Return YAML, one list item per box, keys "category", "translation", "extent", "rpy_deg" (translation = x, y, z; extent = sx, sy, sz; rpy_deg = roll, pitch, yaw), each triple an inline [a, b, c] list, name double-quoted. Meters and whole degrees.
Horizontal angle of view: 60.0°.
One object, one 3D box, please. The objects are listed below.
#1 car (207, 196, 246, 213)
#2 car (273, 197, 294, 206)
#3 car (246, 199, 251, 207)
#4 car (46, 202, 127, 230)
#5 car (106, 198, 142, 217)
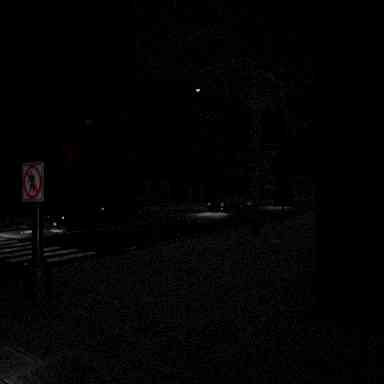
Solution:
- category: "car"
  translation: [3.520, 1.221, 35.492]
  extent: [2.097, 1.767, 4.553]
  rpy_deg: [0, 0, 35]
- category: "car"
  translation: [13.708, 1.336, 49.735]
  extent: [1.837, 1.490, 4.892]
  rpy_deg: [0, 0, 35]
- category: "car"
  translation: [6.279, 1.399, 44.977]
  extent: [1.994, 1.385, 4.181]
  rpy_deg: [0, 0, 36]
- category: "car"
  translation: [-6.675, 1.544, 21.078]
  extent: [1.895, 1.301, 4.718]
  rpy_deg: [0, 0, 35]
- category: "car"
  translation: [-6.238, 1.280, 27.327]
  extent: [2.097, 1.767, 4.553]
  rpy_deg: [0, 0, 35]
